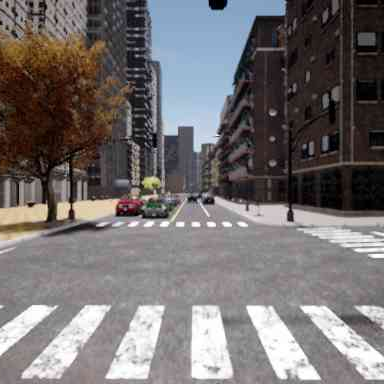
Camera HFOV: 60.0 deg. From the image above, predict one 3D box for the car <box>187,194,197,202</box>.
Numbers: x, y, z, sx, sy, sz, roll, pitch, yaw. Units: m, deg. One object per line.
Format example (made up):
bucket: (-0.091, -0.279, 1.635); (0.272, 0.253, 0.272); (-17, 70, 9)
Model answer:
car: (-0.006, 1.243, 70.538); (2.128, 1.511, 4.902); (0, 0, 0)

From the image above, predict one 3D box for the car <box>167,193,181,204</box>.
car: (-3.048, 1.117, 56.751); (2.097, 1.767, 4.553); (0, 0, 0)

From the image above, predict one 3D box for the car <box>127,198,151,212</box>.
car: (-5.695, 1.408, 36.486); (1.947, 1.339, 4.313); (0, 0, 0)

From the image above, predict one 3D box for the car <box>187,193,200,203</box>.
car: (0.096, 1.256, 60.235); (1.837, 1.490, 4.892); (0, 0, 0)

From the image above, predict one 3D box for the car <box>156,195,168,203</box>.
car: (-5.698, 1.305, 64.101); (1.947, 1.339, 4.313); (0, 0, 0)

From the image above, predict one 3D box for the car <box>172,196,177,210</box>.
car: (-3.102, 1.439, 37.635); (1.895, 1.301, 4.718); (0, 0, 0)

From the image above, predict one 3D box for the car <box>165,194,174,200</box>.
car: (-5.700, 1.222, 86.192); (2.008, 1.369, 4.403); (0, 0, 0)

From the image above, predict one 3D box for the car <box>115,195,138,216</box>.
car: (-5.695, 1.180, 30.962); (2.192, 1.841, 5.009); (0, 0, 0)

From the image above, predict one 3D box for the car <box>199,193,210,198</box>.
car: (2.684, 1.283, 58.747); (1.752, 1.417, 4.829); (0, 0, 0)

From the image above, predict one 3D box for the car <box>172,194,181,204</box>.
car: (-3.094, 1.292, 46.947); (2.128, 1.511, 4.902); (0, 0, 0)

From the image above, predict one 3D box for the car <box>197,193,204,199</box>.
car: (2.348, 1.156, 93.090); (1.837, 1.490, 4.892); (0, 0, 0)

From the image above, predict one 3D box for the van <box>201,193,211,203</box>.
van: (2.683, 1.080, 64.100); (1.690, 1.788, 3.998); (0, 0, 0)

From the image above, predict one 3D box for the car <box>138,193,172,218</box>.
car: (-3.075, 1.226, 28.650); (2.097, 1.767, 4.553); (0, 0, -1)

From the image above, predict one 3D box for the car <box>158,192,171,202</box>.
car: (-5.699, 1.036, 69.622); (2.192, 1.841, 5.009); (0, 0, 0)

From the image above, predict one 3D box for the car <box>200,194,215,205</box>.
car: (2.684, 1.344, 53.055); (1.947, 1.339, 4.313); (0, 0, 0)
